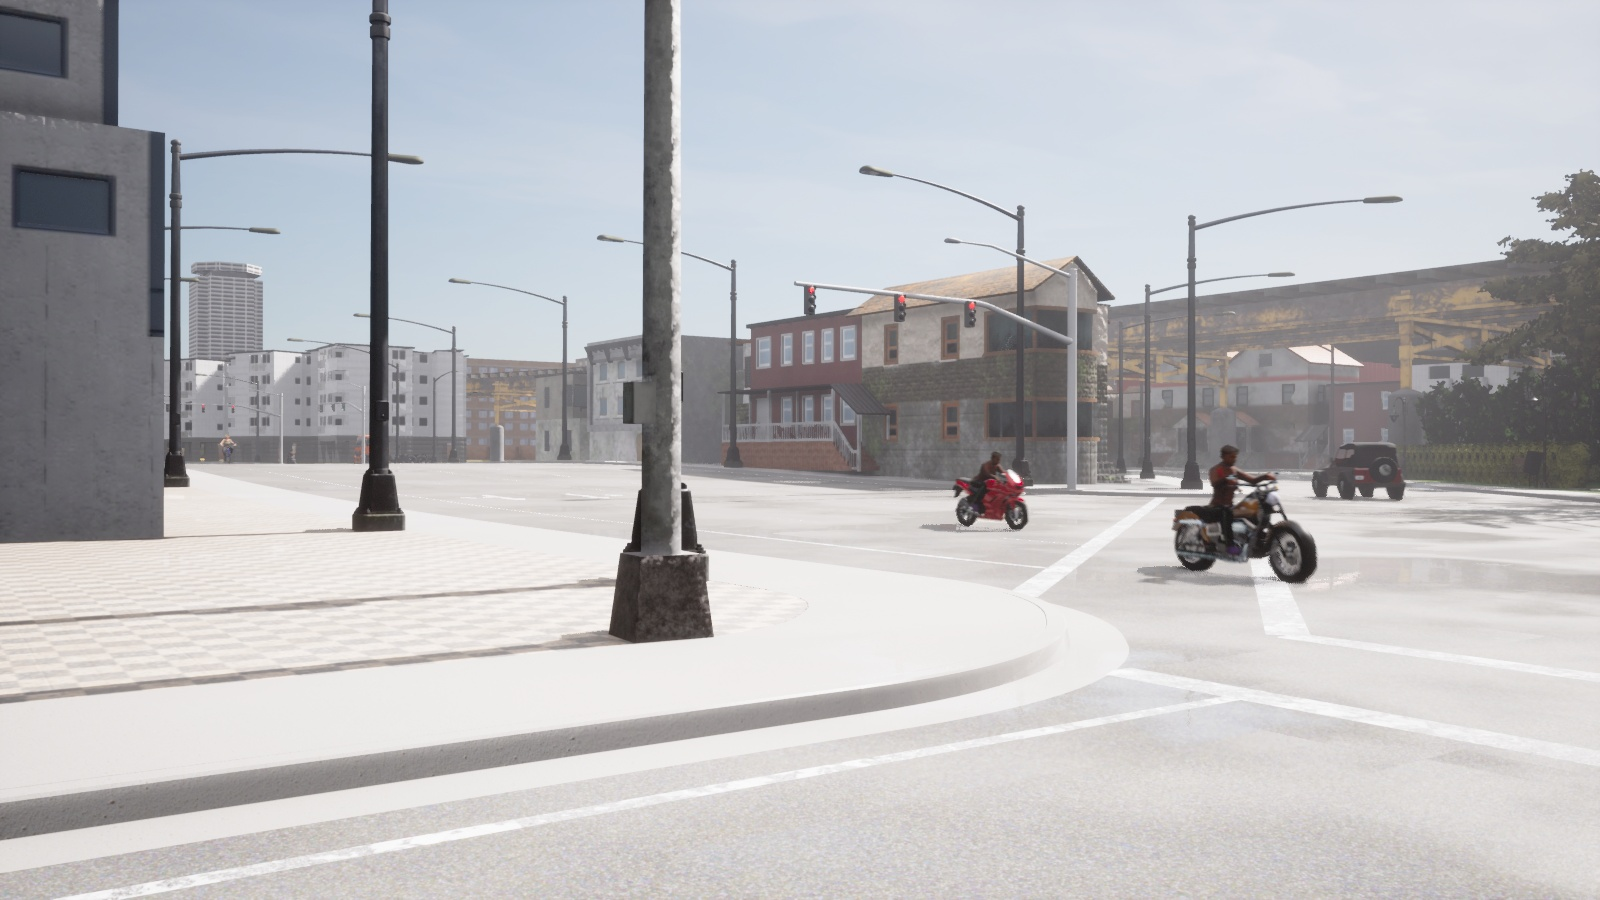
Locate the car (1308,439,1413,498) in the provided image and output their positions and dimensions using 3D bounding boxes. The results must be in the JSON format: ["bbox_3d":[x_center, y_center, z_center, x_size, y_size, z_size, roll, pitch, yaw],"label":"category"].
[{"bbox_3d":[18.709,0.604,42.102,1.905,1.878,3.866,0,0,3],"label":"car"}]

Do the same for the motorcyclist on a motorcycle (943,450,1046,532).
[{"bbox_3d":[3.770,0.766,24.521,0.797,1.523,2.044,0,0,-35],"label":"motorcyclist on a motorcycle"}]

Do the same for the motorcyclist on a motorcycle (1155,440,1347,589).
[{"bbox_3d":[5.394,0.721,15.209,0.766,1.649,2.350,-1,0,-23],"label":"motorcyclist on a motorcycle"}]
